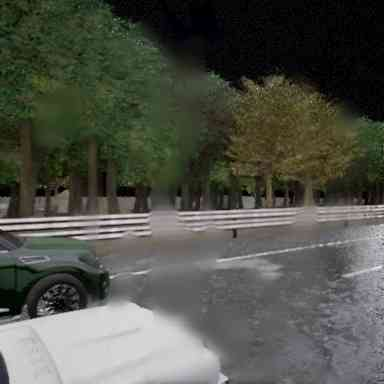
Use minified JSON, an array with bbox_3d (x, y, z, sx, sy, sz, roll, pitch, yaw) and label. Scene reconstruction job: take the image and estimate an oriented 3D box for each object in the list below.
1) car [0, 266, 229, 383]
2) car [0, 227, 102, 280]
[{"bbox_3d":[-2.001,1.600,2.320,4.718,1.301,1.895,0,0,-36],"label":"car"},{"bbox_3d":[-4.135,1.221,5.115,5.566,2.045,2.150,0,0,-36],"label":"car"}]
